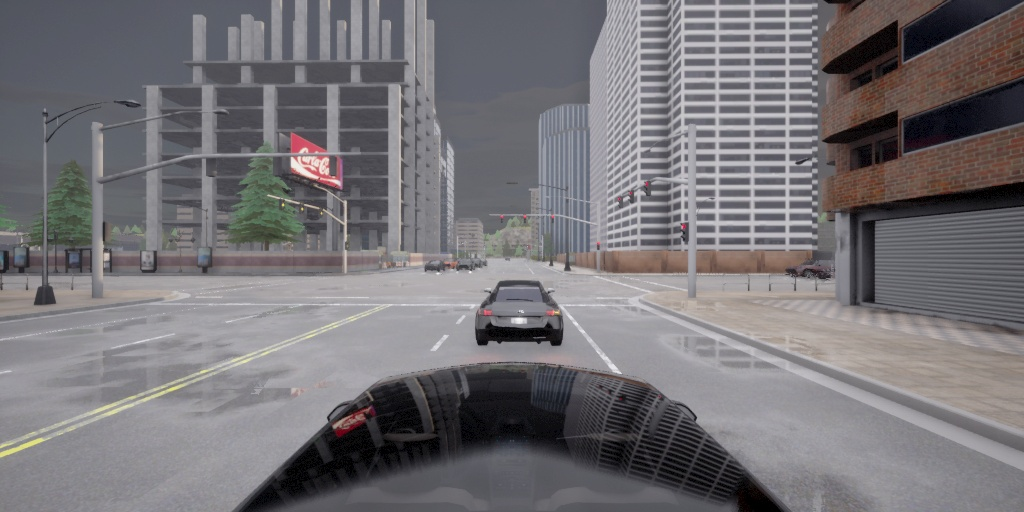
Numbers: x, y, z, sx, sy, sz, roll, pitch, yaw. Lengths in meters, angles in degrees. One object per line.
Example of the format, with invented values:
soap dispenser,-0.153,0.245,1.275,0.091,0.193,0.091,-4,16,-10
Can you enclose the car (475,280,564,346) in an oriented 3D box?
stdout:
car,0.194,1.314,9.452,1.994,1.385,4.181,0,0,1

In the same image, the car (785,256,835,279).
car,27.247,1.102,32.192,4.553,1.767,2.097,0,0,1

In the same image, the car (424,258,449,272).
car,-9.811,1.228,45.995,1.882,1.535,5.008,0,0,1

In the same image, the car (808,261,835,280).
car,26.853,1.314,28.698,4.181,1.385,1.994,0,0,1

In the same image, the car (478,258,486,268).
car,-6.056,1.102,59.031,2.097,1.767,4.553,0,0,1

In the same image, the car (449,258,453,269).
car,-9.640,1.102,55.026,2.097,1.767,4.553,0,0,1

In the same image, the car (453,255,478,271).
car,-6.253,1.102,48.848,2.097,1.767,4.553,0,0,1
